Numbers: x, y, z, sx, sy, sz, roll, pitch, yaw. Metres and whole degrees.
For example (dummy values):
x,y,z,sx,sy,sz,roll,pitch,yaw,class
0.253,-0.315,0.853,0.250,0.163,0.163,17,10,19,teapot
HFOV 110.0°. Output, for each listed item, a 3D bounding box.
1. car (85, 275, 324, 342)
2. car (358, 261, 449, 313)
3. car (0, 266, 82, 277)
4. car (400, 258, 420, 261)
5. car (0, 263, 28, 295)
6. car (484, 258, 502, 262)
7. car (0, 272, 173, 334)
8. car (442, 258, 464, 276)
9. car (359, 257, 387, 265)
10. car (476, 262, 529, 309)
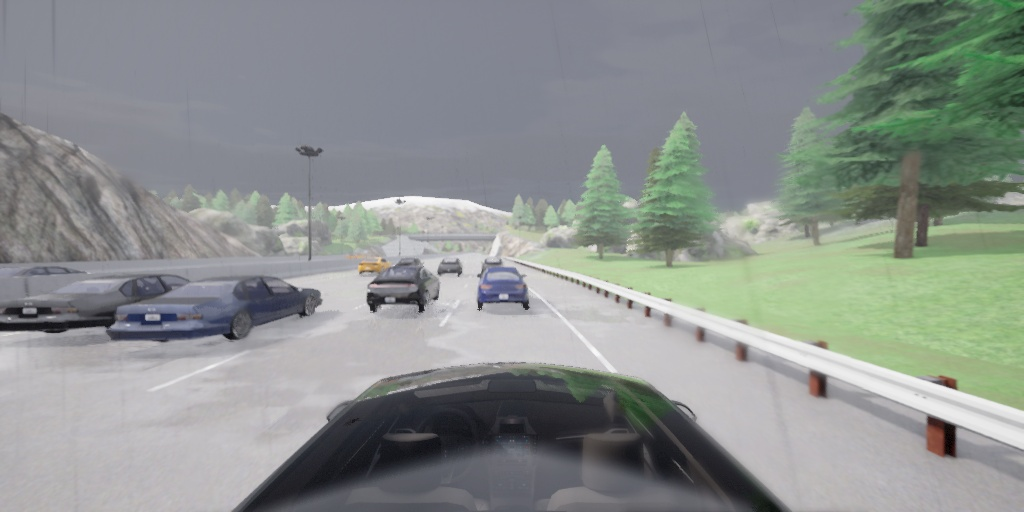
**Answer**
x,y,z,sx,sy,sz,roll,pitch,yaw,class
-7.129,1.216,9.513,2.033,1.411,5.357,0,1,-3,car
-3.858,1.103,13.401,2.128,1.511,4.902,0,1,-3,car
-21.722,1.170,16.062,2.033,1.411,5.357,0,1,-4,car
-8.687,0.907,30.888,1.837,1.490,4.892,0,1,-5,car
-25.194,1.130,15.487,2.128,1.511,4.902,0,1,-4,car
-1.617,0.884,30.318,2.128,1.511,4.902,0,1,-5,car
-10.664,1.215,10.344,2.033,1.411,5.357,0,1,-3,car
-5.148,0.890,30.552,2.128,1.511,4.902,0,1,-5,car
-12.341,0.867,32.618,1.882,1.535,5.008,0,1,-5,car
-0.399,1.123,13.893,1.812,1.442,4.674,0,1,-3,car
